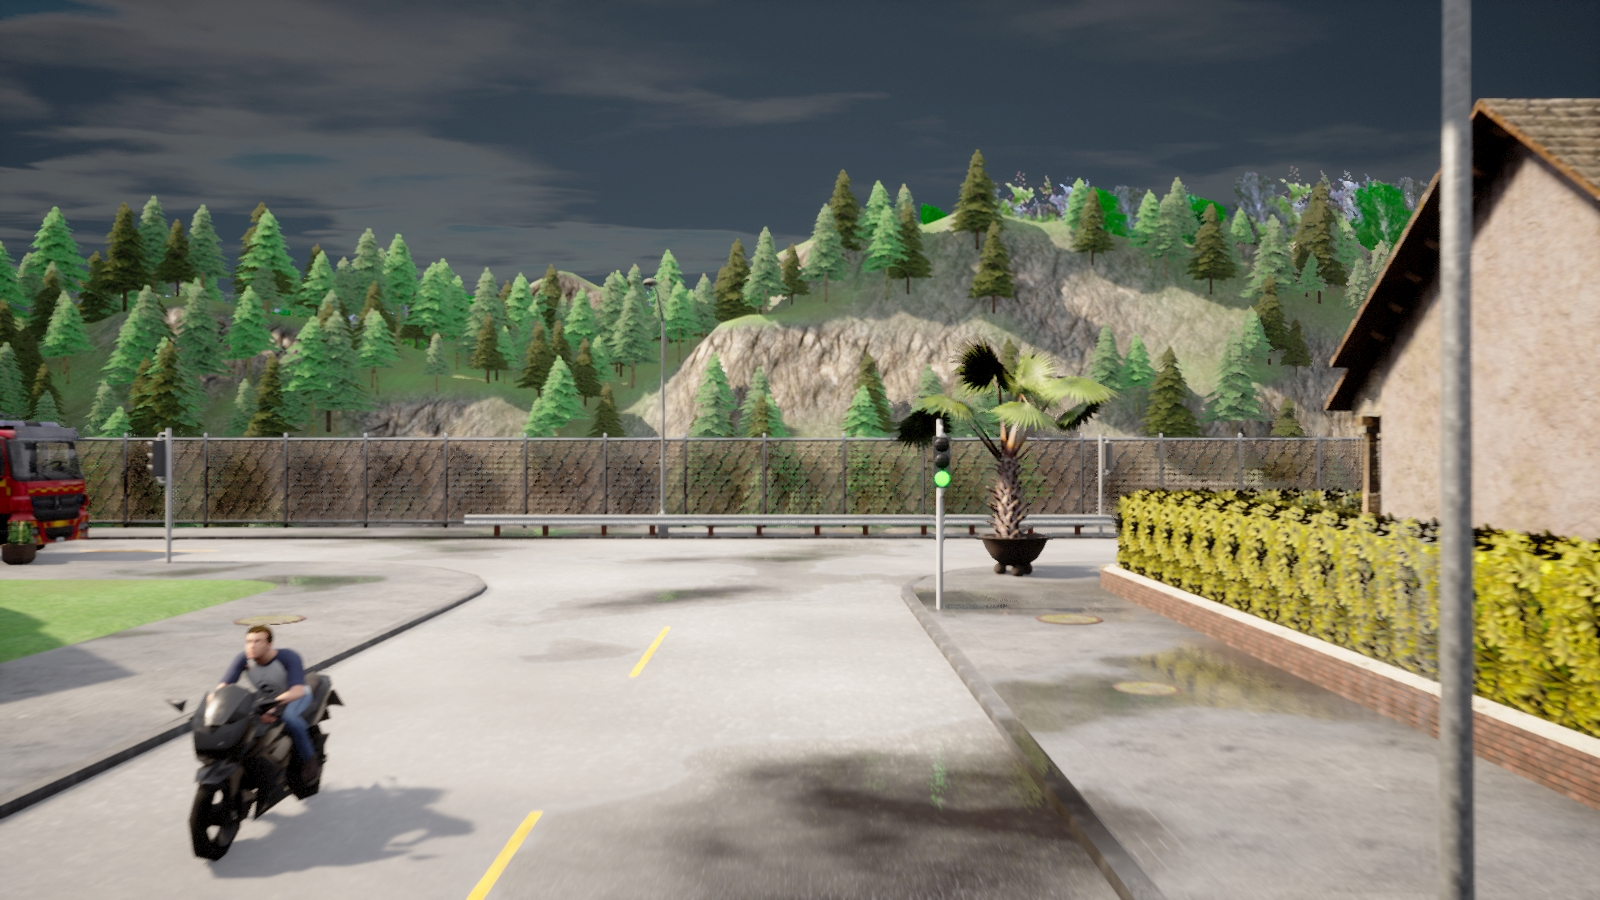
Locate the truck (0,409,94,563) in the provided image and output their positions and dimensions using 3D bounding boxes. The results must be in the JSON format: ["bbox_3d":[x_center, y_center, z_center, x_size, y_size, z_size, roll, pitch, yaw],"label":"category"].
[{"bbox_3d":[-23.555,0.891,29.826,8.468,3.827,2.891,0,0,0],"label":"truck"}]

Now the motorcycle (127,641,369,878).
[{"bbox_3d":[-3.980,2.186,8.459,0.803,1.199,2.033,0,0,0],"label":"motorcycle"}]
